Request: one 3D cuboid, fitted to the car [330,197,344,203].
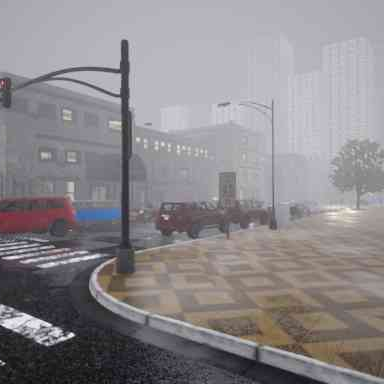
[{"bbox_3d":[34.892,1.914,81.191,2.008,1.369,4.403,-1,-1,35],"label":"car"}]

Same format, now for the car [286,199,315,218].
[{"bbox_3d":[9.761,1.657,31.292,1.947,1.339,4.313,-1,-1,35],"label":"car"}]

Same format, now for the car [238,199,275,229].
[{"bbox_3d":[3.365,1.367,22.284,2.192,1.841,5.009,-1,-1,35],"label":"car"}]

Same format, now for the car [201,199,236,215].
[{"bbox_3d":[2.924,1.569,36.141,1.967,1.590,4.097,-1,-1,35],"label":"car"}]

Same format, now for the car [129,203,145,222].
[{"bbox_3d":[-3.470,1.530,27.130,1.967,1.590,4.097,-1,-1,35],"label":"car"}]

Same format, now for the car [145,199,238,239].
[{"bbox_3d":[0.169,1.349,17.778,2.192,1.841,5.009,-1,-1,35],"label":"car"}]

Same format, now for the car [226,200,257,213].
[{"bbox_3d":[6.120,1.700,40.644,2.008,1.369,4.403,-1,-1,35],"label":"car"}]

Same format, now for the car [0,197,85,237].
[{"bbox_3d":[-8.439,1.264,16.256,2.150,2.045,5.566,0,0,40],"label":"car"}]

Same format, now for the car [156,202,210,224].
[{"bbox_3d":[-0.616,1.609,26.668,1.812,1.442,4.674,0,0,36],"label":"car"}]

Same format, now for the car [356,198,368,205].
[{"bbox_3d":[32.137,1.801,62.828,2.008,1.369,4.403,-1,-1,35],"label":"car"}]

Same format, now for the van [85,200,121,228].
[{"bbox_3d":[-6.667,1.413,22.626,1.690,1.788,3.998,-1,0,35],"label":"van"}]

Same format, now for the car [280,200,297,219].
[{"bbox_3d":[6.563,1.616,26.787,1.887,1.381,4.507,-1,-1,35],"label":"car"}]

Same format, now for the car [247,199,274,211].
[{"bbox_3d":[9.318,1.722,45.150,2.008,1.369,4.403,-1,-1,35],"label":"car"}]

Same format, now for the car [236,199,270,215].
[{"bbox_3d":[6.922,1.632,37.270,1.837,1.490,4.892,0,0,36],"label":"car"}]

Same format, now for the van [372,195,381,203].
[{"bbox_3d":[44.923,1.693,80.851,1.690,1.788,3.998,-1,-1,35],"label":"van"}]

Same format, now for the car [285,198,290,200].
[{"bbox_3d":[15.612,1.741,54.021,1.752,1.417,4.829,-1,-1,35],"label":"car"}]
